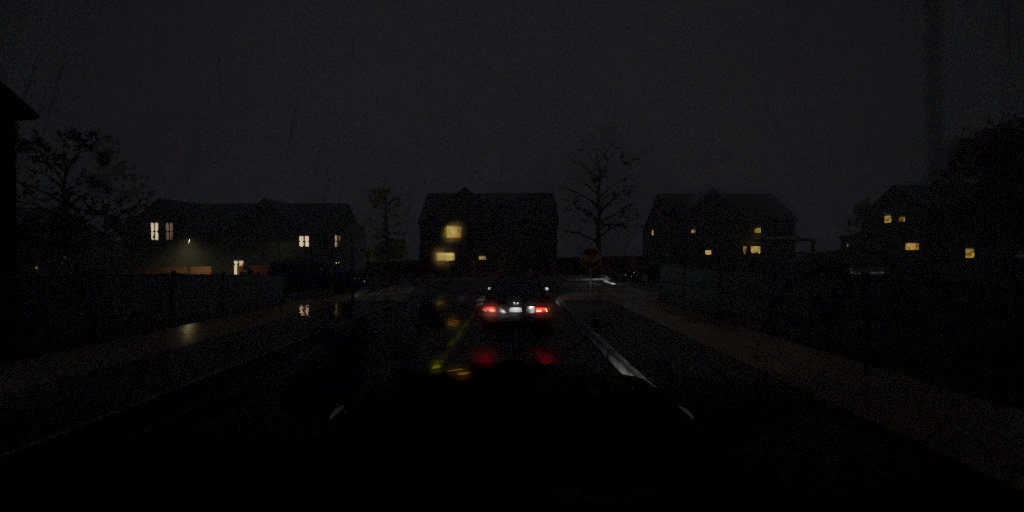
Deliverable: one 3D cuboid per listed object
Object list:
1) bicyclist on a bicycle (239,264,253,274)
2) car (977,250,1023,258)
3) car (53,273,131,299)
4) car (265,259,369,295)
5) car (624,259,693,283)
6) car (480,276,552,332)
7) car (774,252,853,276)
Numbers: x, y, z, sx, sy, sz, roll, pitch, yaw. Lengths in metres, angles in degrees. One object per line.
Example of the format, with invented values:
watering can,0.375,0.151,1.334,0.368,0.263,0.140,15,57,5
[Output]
bicyclist on a bicycle,-20.072,1.419,27.110,0.582,1.620,1.656,-1,1,0
car,33.332,0.394,24.072,4.902,1.511,2.128,-1,1,0
car,-23.961,1.774,21.274,5.008,1.535,1.882,-2,1,0
car,-11.510,1.224,21.238,5.566,2.045,2.150,-2,1,0
car,10.065,0.954,24.141,4.892,1.490,1.837,-1,1,0
car,0.169,1.298,10.842,2.033,1.411,5.357,0,0,2
car,19.920,0.569,24.119,4.553,1.767,2.097,-1,1,0
